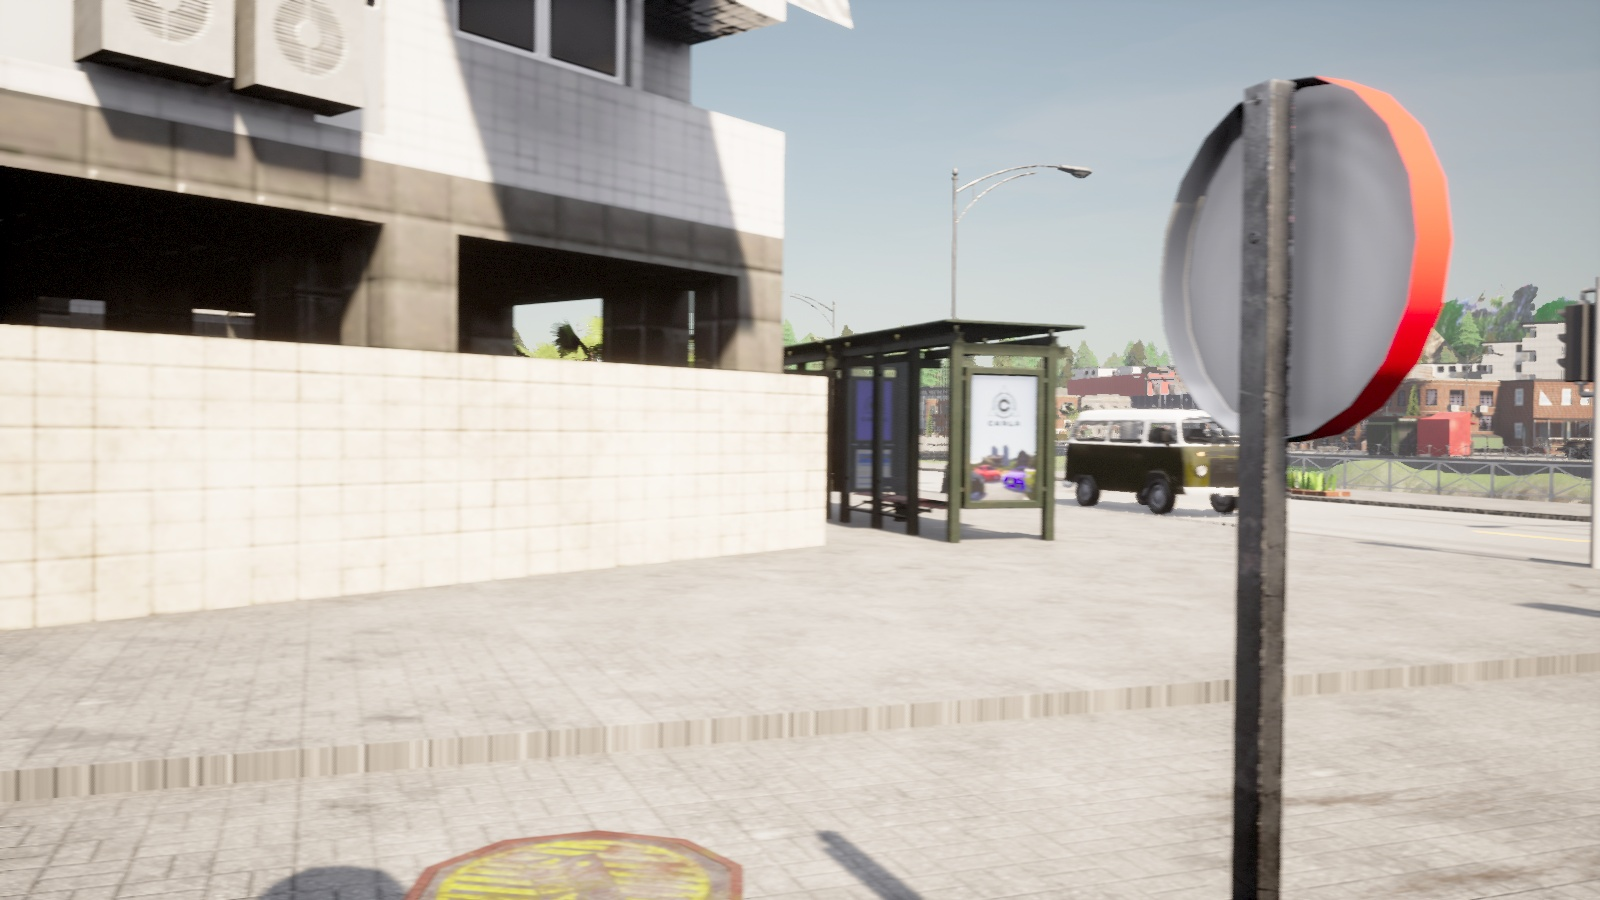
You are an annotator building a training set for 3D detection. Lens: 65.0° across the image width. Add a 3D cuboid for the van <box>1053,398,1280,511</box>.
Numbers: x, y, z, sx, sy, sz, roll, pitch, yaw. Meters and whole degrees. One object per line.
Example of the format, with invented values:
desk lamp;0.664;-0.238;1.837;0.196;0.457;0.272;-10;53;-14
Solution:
van;7.177;0.035;25.122;2.069;2.038;4.480;-1;1;-21
